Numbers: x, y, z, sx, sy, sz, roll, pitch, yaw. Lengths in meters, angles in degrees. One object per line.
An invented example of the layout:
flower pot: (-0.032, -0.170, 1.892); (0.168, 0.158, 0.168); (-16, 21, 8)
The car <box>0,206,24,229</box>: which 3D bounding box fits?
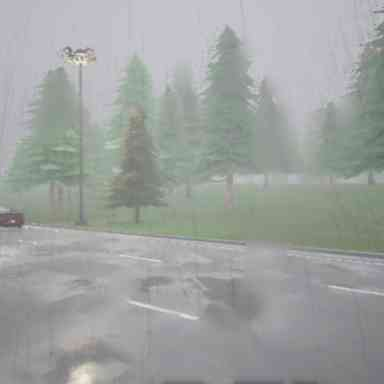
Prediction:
car: (-13.028, 1.677, 21.900); (5.008, 1.535, 1.882); (-1, 0, 36)
